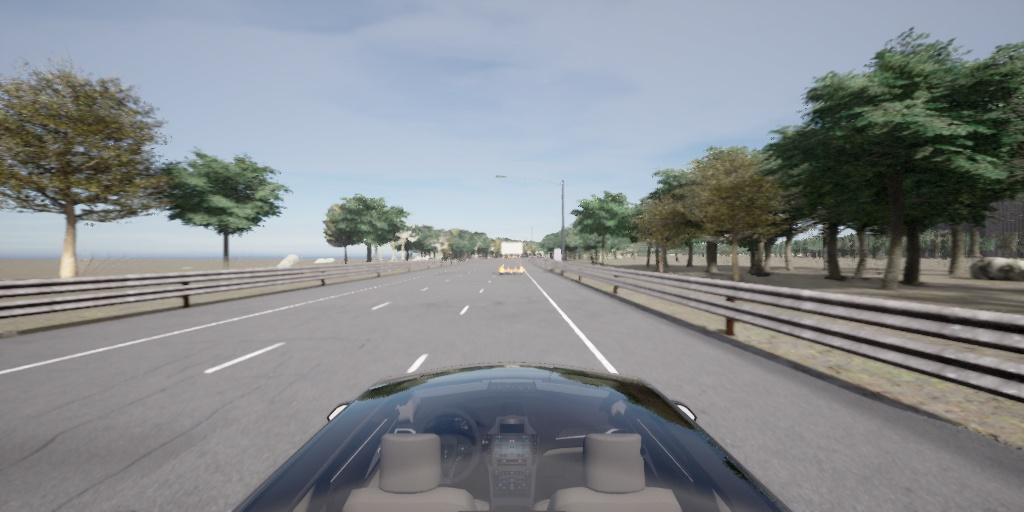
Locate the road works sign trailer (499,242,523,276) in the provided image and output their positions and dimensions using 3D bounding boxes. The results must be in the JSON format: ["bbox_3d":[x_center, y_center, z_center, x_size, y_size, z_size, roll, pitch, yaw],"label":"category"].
[{"bbox_3d":[-0.004,0.221,37.893,2.380,3.560,2.880,0,0,0],"label":"road works sign trailer"}]
